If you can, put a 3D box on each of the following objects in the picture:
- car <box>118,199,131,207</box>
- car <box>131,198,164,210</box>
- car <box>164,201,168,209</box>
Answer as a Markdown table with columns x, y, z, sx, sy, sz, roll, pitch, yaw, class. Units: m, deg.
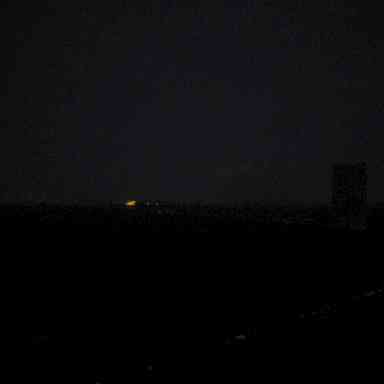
| x | y | z | sx | sy | sz | roll | pitch | yaw | class |
| --- | --- | --- | --- | --- | --- | --- | --- | --- | --- |
| -11.857 | 1.958 | 60.999 | 1.882 | 1.535 | 5.008 | 1 | -1 | -36 | car |
| -6.560 | 1.709 | 48.808 | 2.097 | 1.767 | 4.553 | 1 | -1 | -35 | car |
| -5.598 | 1.913 | 52.372 | 2.128 | 1.511 | 4.902 | 1 | -1 | -35 | car |
